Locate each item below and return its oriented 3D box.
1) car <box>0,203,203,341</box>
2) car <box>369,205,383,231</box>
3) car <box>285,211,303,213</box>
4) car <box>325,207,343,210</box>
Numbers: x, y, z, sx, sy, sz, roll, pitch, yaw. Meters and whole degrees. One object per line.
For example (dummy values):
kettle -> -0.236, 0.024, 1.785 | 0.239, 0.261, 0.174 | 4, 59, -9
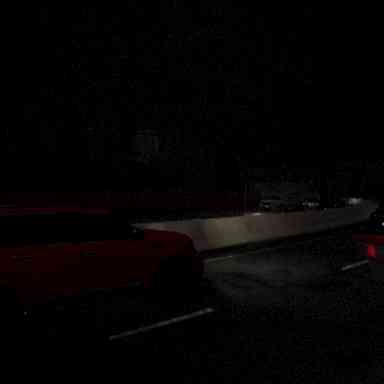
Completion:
car -> -2.388, 1.242, 6.514 | 5.566, 2.045, 2.150 | 0, 0, -37
car -> 12.122, 1.527, 19.920 | 2.128, 1.511, 4.902 | 0, 0, 42
car -> 10.444, 1.602, 34.860 | 1.812, 1.442, 4.674 | 0, 0, 35
car -> 14.603, 1.294, 34.679 | 2.150, 2.045, 5.566 | 0, -1, 34
